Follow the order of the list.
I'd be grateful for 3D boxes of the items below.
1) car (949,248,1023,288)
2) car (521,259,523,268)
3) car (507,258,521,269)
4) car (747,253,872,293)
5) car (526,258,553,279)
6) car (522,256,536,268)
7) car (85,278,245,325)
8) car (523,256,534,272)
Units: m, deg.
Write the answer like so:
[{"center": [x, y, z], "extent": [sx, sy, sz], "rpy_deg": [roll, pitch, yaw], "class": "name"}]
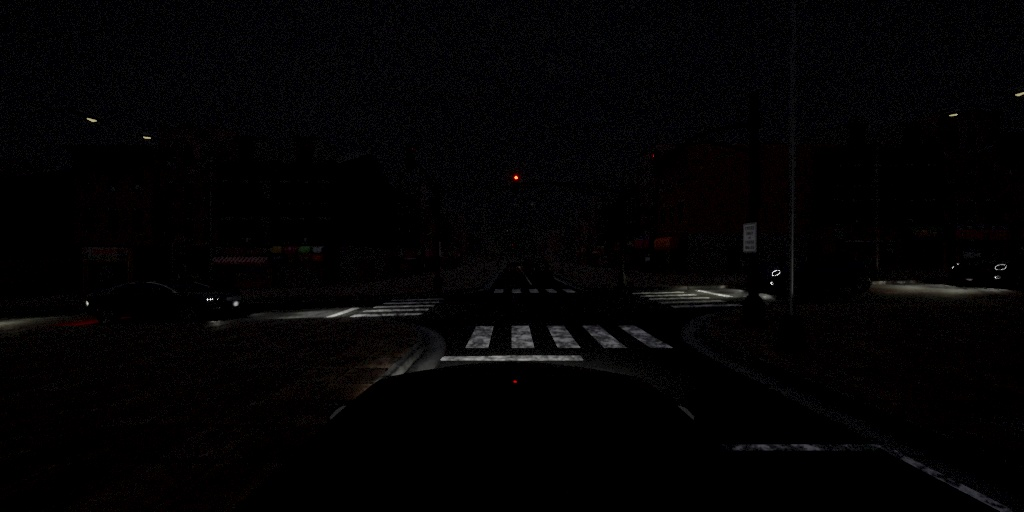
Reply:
[{"center": [23.076, 0.434, 16.346], "extent": [4.553, 1.767, 2.097], "rpy_deg": [-1, 0, 0], "class": "car"}, {"center": [2.630, 1.127, 43.962], "extent": [2.192, 1.841, 5.009], "rpy_deg": [0, 0, 0], "class": "car"}, {"center": [0.089, 1.347, 61.755], "extent": [1.882, 1.535, 5.008], "rpy_deg": [0, 0, 0], "class": "car"}, {"center": [13.358, 0.686, 16.349], "extent": [4.553, 1.767, 2.097], "rpy_deg": [-1, 0, 1], "class": "car"}, {"center": [2.632, 1.225, 33.158], "extent": [1.967, 1.591, 4.097], "rpy_deg": [0, 0, 0], "class": "car"}, {"center": [2.971, 1.107, 64.391], "extent": [2.150, 2.045, 5.566], "rpy_deg": [0, 0, 0], "class": "car"}, {"center": [-12.725, 1.591, 13.325], "extent": [4.902, 1.511, 2.128], "rpy_deg": [-2, 0, 0], "class": "car"}, {"center": [2.631, 1.113, 38.560], "extent": [2.192, 1.841, 5.009], "rpy_deg": [0, 0, 0], "class": "car"}]
